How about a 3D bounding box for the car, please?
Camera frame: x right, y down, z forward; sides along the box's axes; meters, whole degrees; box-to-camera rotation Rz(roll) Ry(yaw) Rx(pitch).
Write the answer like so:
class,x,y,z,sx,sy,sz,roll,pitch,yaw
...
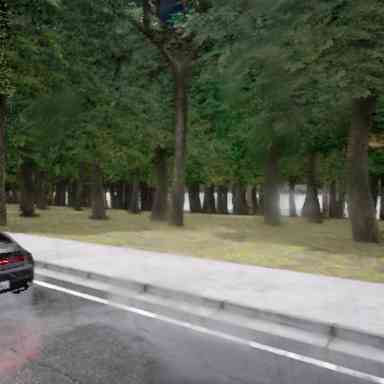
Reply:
class,x,y,z,sx,sy,sz,roll,pitch,yaw
car,-5.549,1.518,7.649,4.892,1.490,1.837,0,0,35
